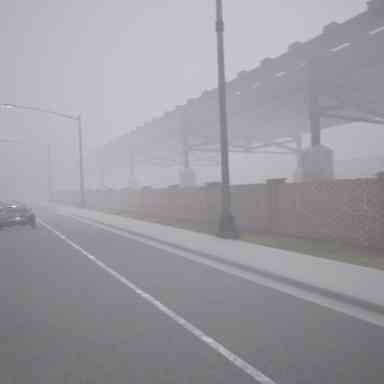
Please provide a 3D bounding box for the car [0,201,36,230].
[{"bbox_3d":[-11.048,1.495,20.892,1.994,1.385,4.181,-2,1,-30],"label":"car"}]
